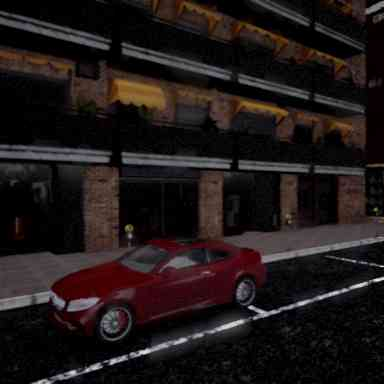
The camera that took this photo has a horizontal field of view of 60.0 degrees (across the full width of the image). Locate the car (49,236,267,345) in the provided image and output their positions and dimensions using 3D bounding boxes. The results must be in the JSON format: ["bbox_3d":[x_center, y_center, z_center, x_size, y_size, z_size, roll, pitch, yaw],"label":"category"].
[{"bbox_3d":[-0.397,1.537,6.230,4.206,1.307,1.802,0,1,-34],"label":"car"}]
